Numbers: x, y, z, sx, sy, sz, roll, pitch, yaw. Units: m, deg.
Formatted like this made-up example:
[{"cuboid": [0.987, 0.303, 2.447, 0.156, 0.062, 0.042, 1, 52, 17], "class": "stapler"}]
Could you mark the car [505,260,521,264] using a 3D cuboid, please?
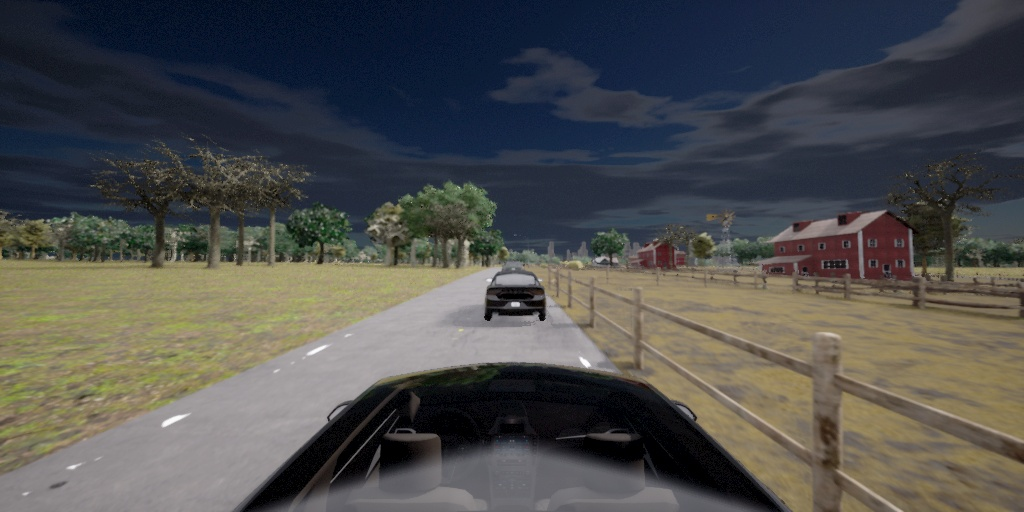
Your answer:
[{"cuboid": [0.105, 1.183, 32.850, 2.097, 1.767, 4.553, 0, -1, 0], "class": "car"}]

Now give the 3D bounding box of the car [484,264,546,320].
[{"cuboid": [0.102, 1.230, 12.679, 1.882, 1.535, 5.008, 0, 0, 0], "class": "car"}]
